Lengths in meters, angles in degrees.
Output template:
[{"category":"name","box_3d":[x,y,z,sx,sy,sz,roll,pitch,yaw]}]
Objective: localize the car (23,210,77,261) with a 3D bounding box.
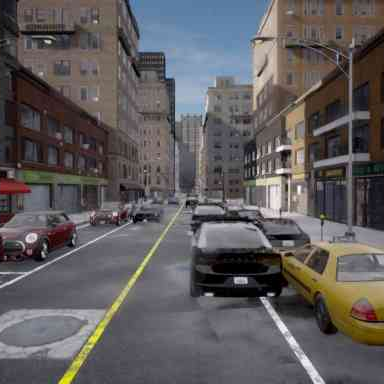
[{"category":"car","box_3d":[-5.679,1.436,11.946,1.967,1.590,4.097,-1,0,0]}]

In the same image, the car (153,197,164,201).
[{"category":"car","box_3d":[-5.679,1.507,56.631,1.887,1.381,4.507,-1,0,0]}]

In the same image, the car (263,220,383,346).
[{"category":"car","box_3d":[2.856,1.523,6.530,1.752,1.417,4.829,-1,0,0]}]

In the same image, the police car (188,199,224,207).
[{"category":"police car","box_3d":[0.898,1.418,18.698,1.930,1.638,5.238,0,0,0]}]

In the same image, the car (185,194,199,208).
[{"category":"car","box_3d":[0.033,1.449,48.424,1.882,1.535,5.008,0,0,0]}]

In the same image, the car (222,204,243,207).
[{"category":"car","box_3d":[2.858,1.559,17.532,1.947,1.339,4.313,-1,0,0]}]

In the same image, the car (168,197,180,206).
[{"category":"car","box_3d":[-3.003,1.512,54.907,2.033,1.411,5.357,0,0,0]}]

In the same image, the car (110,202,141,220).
[{"category":"car","box_3d":[-5.678,1.570,28.703,1.802,1.307,4.206,-1,0,0]}]

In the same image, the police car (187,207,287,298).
[{"category":"police car","box_3d":[0.899,1.422,8.697,1.930,1.638,5.238,0,0,0]}]

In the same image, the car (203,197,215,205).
[{"category":"car","box_3d":[2.866,1.544,56.633,1.802,1.307,4.206,-1,0,0]}]

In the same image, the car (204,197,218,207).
[{"category":"car","box_3d":[2.865,1.534,51.047,1.947,1.339,4.313,-1,0,0]}]

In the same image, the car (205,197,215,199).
[{"category":"car","box_3d":[2.863,1.530,39.875,2.008,1.369,4.403,-1,0,0]}]

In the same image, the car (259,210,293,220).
[{"category":"car","box_3d":[2.857,1.562,11.946,1.947,1.339,4.313,-1,0,0]}]

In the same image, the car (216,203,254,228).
[{"category":"car","box_3d":[2.860,1.542,23.118,2.008,1.369,4.403,-1,0,0]}]

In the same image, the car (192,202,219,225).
[{"category":"car","box_3d":[0.898,1.516,24.588,1.812,1.442,4.674,0,0,0]}]

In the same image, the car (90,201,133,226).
[{"category":"car","box_3d":[-5.679,1.431,23.117,1.967,1.590,4.097,-1,0,0]}]

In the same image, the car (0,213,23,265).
[{"category":"car","box_3d":[-5.680,1.313,6.360,2.192,1.841,5.009,-1,0,0]}]

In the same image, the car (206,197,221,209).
[{"category":"car","box_3d":[2.864,1.499,45.631,1.752,1.417,4.829,-1,0,0]}]

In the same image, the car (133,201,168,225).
[{"category":"car","box_3d":[-3.103,1.591,24.260,1.895,1.301,4.718,0,0,0]}]
